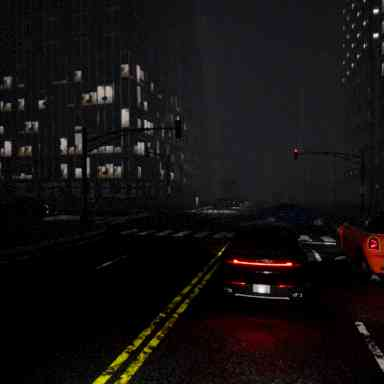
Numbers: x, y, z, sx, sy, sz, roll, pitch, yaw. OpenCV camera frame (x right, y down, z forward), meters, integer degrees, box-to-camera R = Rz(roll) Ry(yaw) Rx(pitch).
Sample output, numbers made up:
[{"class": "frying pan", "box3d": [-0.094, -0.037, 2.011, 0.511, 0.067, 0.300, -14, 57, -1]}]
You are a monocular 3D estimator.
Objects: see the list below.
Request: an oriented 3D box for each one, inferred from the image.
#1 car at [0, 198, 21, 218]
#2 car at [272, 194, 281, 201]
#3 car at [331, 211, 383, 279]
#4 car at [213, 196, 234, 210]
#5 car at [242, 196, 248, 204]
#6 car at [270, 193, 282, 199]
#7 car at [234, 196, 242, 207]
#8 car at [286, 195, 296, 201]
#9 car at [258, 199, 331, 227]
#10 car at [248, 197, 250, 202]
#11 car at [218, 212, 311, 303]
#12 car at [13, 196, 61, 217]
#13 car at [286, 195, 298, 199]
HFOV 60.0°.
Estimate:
[{"class": "car", "box3d": [-16.744, 1.434, 27.237, 4.313, 1.339, 1.947, 1, 1, 16]}, {"class": "car", "box3d": [20.398, 1.235, 80.329, 1.882, 1.535, 5.008, 0, 0, 14]}, {"class": "car", "box3d": [5.734, 1.347, 9.962, 2.097, 1.767, 4.553, 0, 0, 15]}, {"class": "car", "box3d": [3.943, 1.501, 42.880, 1.812, 1.442, 4.674, 0, 0, 14]}, {"class": "car", "box3d": [8.595, 1.481, 60.849, 1.812, 1.442, 4.674, 0, 0, 15]}, {"class": "car", "box3d": [17.808, 1.157, 70.269, 2.150, 2.045, 5.566, 0, 0, 14]}, {"class": "car", "box3d": [6.253, 1.471, 51.857, 1.837, 1.490, 4.892, 0, 0, 14]}, {"class": "car", "box3d": [23.546, 1.465, 79.517, 2.033, 1.411, 5.357, 0, 0, 14]}, {"class": "car", "box3d": [7.146, 1.515, 23.452, 5.008, 1.535, 1.882, 1, 1, 15]}, {"class": "car", "box3d": [11.155, 1.496, 70.504, 1.994, 1.385, 4.181, 0, 0, 14]}, {"class": "car", "box3d": [1.862, 1.501, 8.362, 1.837, 1.490, 4.892, 0, 0, 14]}, {"class": "car", "box3d": [-13.881, 1.196, 29.252, 4.553, 1.767, 2.097, 1, 1, 16]}, {"class": "car", "box3d": [20.976, 1.463, 69.517, 2.128, 1.511, 4.902, 0, 0, 14]}]
